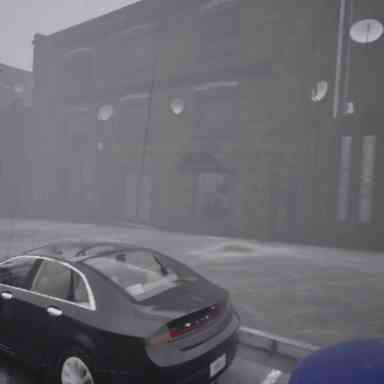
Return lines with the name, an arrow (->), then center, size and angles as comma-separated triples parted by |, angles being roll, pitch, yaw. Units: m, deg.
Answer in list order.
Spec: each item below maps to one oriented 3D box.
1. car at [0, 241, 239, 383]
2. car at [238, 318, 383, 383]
car -> -1.710, 1.460, 4.751 | 4.892, 1.521, 2.231 | 0, 0, 35
car -> 2.785, 1.528, 1.547 | 4.674, 1.452, 2.002 | 0, 0, 36
